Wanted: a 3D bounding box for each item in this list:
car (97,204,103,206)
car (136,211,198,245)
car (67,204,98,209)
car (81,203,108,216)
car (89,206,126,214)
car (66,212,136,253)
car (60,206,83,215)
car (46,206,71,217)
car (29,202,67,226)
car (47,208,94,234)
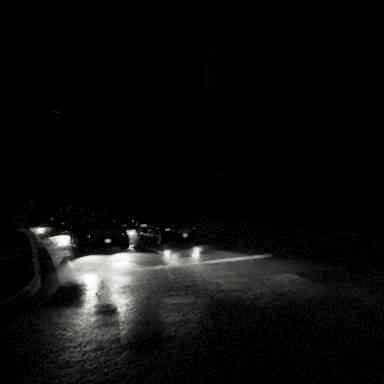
[{"bbox_3d":[-13.758,2.595,43.229,1.837,1.490,4.892,0,-2,-38],"label":"car"},{"bbox_3d":[-1.426,1.746,17.184,2.128,1.511,4.902,0,-1,-28],"label":"car"},{"bbox_3d":[-11.778,2.309,34.465,1.882,1.535,5.008,0,-2,-35],"label":"car"},{"bbox_3d":[-14.685,2.619,49.779,2.097,1.767,4.553,0,-2,-42],"label":"car"},{"bbox_3d":[-6.075,2.050,25.692,2.033,1.411,5.357,0,-2,-31],"label":"car"},{"bbox_3d":[-4.263,1.812,15.056,1.994,1.385,4.181,0,-1,-27],"label":"car"},{"bbox_3d":[-20.272,3.047,55.806,1.812,1.442,4.674,0,-2,-45],"label":"car"},{"bbox_3d":[-20.534,2.921,51.081,1.837,1.490,4.892,0,-2,-43],"label":"car"},{"bbox_3d":[-13.793,2.007,31.263,2.150,2.045,5.566,0,-2,-35],"label":"car"},{"bbox_3d":[-8.263,2.023,22.444,1.994,1.385,4.181,0,-2,-30],"label":"car"}]
